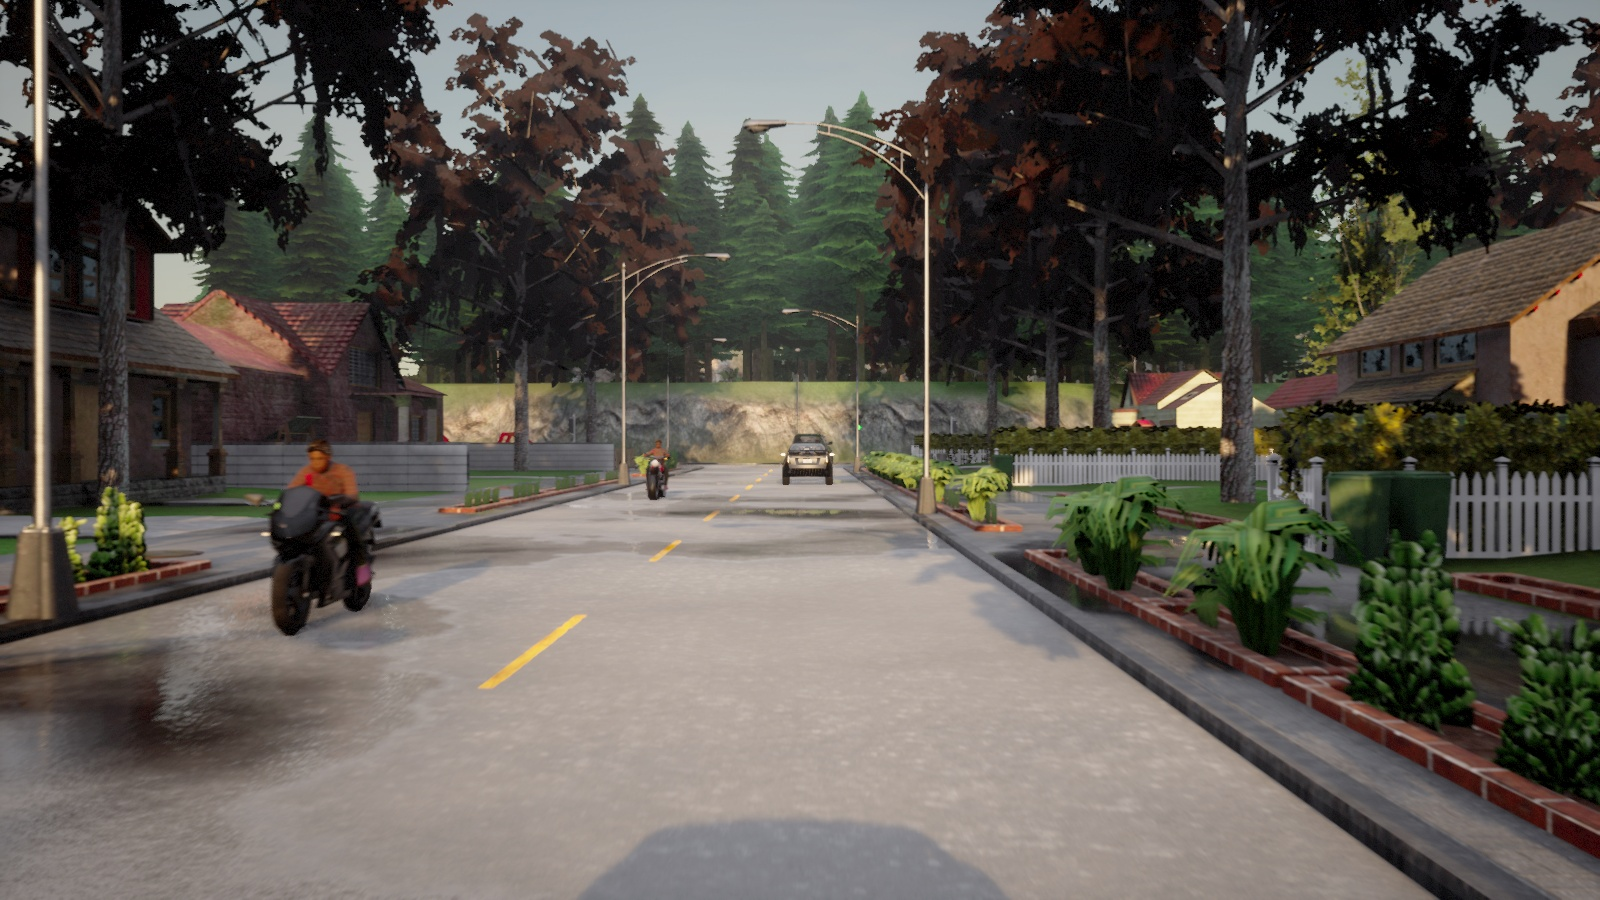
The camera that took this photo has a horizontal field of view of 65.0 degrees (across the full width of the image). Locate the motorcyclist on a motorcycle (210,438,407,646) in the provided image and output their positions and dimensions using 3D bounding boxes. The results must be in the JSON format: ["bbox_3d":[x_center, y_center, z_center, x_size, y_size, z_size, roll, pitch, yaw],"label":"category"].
[{"bbox_3d":[-3.927,0.668,10.234,0.797,1.523,2.044,0,0,0],"label":"motorcyclist on a motorcycle"}]

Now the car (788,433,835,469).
[{"bbox_3d":[0.732,0.040,75.554,2.150,2.045,5.566,0,0,7],"label":"car"}]

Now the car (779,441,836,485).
[{"bbox_3d":[0.277,0.434,46.132,2.007,1.525,4.514,0,0,0],"label":"car"}]

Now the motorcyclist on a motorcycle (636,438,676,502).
[{"bbox_3d":[-3.796,0.506,33.262,0.766,1.649,2.350,0,0,0],"label":"motorcyclist on a motorcycle"}]
